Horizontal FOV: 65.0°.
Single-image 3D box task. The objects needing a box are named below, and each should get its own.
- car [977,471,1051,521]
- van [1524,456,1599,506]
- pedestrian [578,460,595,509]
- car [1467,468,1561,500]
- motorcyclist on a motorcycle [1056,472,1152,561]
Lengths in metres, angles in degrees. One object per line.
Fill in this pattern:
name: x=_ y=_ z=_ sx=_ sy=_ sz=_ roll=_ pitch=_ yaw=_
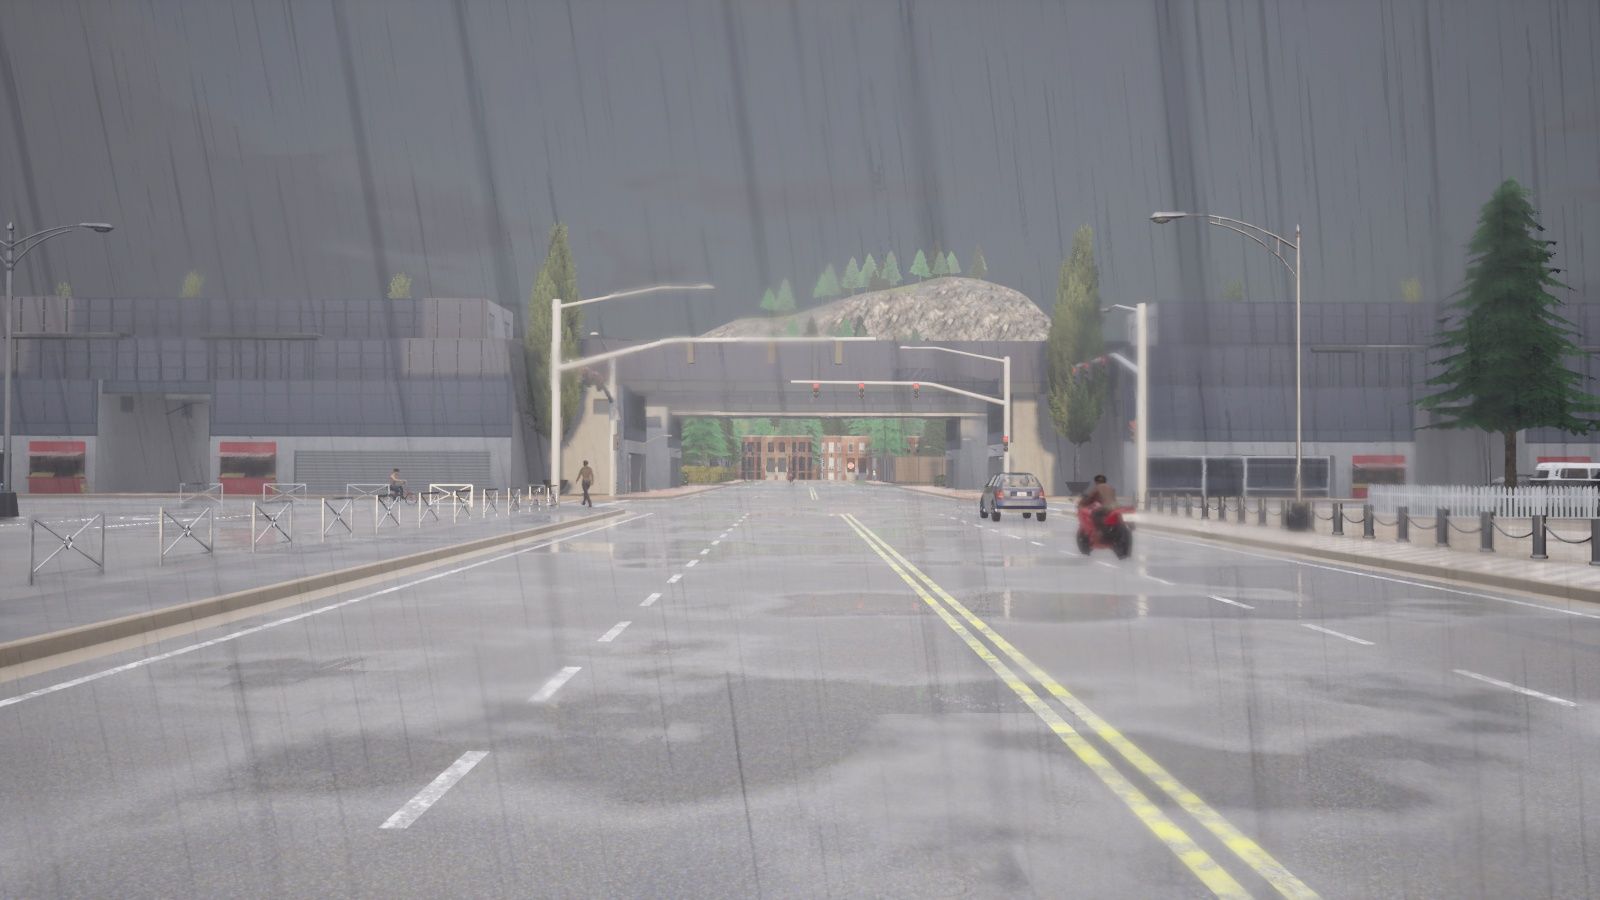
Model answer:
car: x=6.895 y=1.449 z=40.792 sx=1.789 sy=1.549 sz=3.705 roll=0 pitch=-1 yaw=0
van: x=33.213 y=1.288 z=52.688 sx=4.480 sy=2.038 sz=2.069 roll=0 pitch=-1 yaw=0
pedestrian: x=-8.089 y=1.302 z=47.531 sx=0.328 sy=1.805 sz=0.869 roll=0 pitch=-1 yaw=-32
car: x=35.884 y=1.708 z=63.181 sx=3.705 sy=1.549 sz=1.789 roll=0 pitch=-1 yaw=0
motorcyclist on a motorcycle: x=5.429 y=1.153 z=22.566 sx=0.797 sy=1.523 sz=2.044 roll=0 pitch=-1 yaw=-14
